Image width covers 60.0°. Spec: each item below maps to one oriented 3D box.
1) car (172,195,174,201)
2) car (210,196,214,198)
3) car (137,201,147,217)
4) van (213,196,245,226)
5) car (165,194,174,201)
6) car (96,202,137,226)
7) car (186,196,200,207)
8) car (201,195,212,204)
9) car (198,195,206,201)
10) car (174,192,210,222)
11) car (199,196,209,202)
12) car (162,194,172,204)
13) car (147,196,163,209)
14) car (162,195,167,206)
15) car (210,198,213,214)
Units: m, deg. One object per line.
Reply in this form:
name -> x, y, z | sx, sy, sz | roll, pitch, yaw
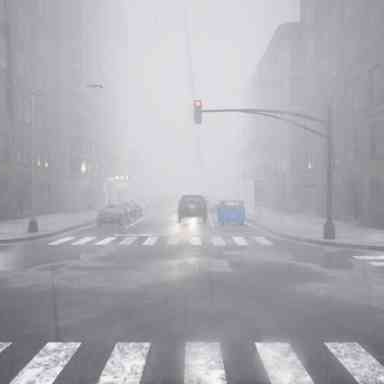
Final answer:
car -> -5.376, 1.292, 68.621 | 2.192, 1.841, 5.009 | 0, 0, 0
car -> 2.645, 1.576, 45.899 | 1.802, 1.307, 4.206 | 0, 0, 0
car -> -5.383, 1.543, 28.848 | 1.887, 1.381, 4.507 | 0, 0, 0
van -> 2.641, 1.340, 23.174 | 1.690, 1.788, 3.998 | 0, 0, 0
car -> -5.374, 1.409, 79.985 | 1.967, 1.590, 4.097 | 0, 0, 0
car -> -5.384, 1.549, 23.166 | 2.008, 1.369, 4.403 | 0, 0, 0
car -> 0.108, 1.481, 52.602 | 2.128, 1.511, 4.902 | 0, 0, 0
car -> 2.648, 1.422, 62.943 | 1.967, 1.590, 4.097 | 0, 0, 0
car -> 2.652, 1.531, 85.668 | 1.947, 1.339, 4.313 | 0, 0, 0
car -> 0.055, 1.220, 26.085 | 2.150, 2.045, 5.566 | 0, 0, 1
car -> 2.650, 1.524, 74.305 | 2.008, 1.369, 4.403 | 0, 0, 0
car -> -5.377, 1.547, 62.939 | 1.947, 1.339, 4.313 | 0, 0, 0
car -> -5.380, 1.519, 45.724 | 1.752, 1.417, 4.829 | 0, 0, 0
car -> -5.379, 1.556, 51.576 | 1.947, 1.339, 4.313 | 0, 0, 0
car -> 2.643, 1.580, 34.536 | 1.802, 1.307, 4.206 | 0, 0, 0
